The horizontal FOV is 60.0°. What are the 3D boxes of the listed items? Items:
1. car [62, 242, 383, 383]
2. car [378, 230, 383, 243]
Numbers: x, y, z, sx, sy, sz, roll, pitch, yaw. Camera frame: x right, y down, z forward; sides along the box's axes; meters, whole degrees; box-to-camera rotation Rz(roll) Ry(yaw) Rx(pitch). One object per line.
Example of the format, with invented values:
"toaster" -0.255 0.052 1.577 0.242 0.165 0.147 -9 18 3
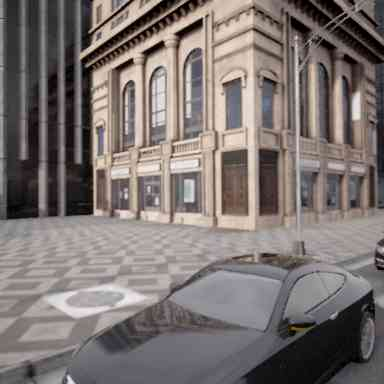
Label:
"car" 0.806 1.582 4.181 4.674 1.442 1.812 0 -1 -45
"car" 7.322 1.567 10.325 4.902 1.511 2.128 0 -1 -43
